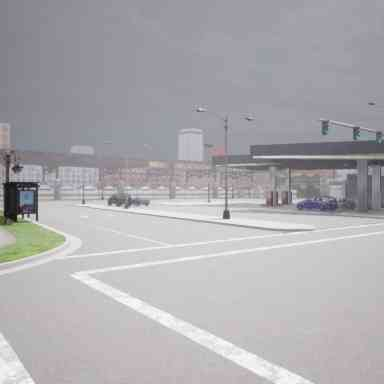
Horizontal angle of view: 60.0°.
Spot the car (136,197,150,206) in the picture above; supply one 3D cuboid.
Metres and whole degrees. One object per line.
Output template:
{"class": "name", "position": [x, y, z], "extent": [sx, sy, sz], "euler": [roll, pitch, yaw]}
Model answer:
{"class": "car", "position": [-8.748, 1.547, 54.588], "extent": [2.033, 1.411, 5.357], "euler": [0, 0, -35]}

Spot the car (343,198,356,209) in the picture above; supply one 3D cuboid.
{"class": "car", "position": [18.597, 1.456, 42.246], "extent": [1.970, 1.475, 3.806], "euler": [0, 0, -35]}

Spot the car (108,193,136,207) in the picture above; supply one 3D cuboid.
{"class": "car", "position": [-11.367, 1.222, 52.222], "extent": [2.150, 2.045, 5.566], "euler": [0, 0, -35]}

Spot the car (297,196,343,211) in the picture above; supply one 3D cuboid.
{"class": "car", "position": [14.323, 1.295, 38.331], "extent": [2.242, 1.667, 4.611], "euler": [0, 0, -35]}
